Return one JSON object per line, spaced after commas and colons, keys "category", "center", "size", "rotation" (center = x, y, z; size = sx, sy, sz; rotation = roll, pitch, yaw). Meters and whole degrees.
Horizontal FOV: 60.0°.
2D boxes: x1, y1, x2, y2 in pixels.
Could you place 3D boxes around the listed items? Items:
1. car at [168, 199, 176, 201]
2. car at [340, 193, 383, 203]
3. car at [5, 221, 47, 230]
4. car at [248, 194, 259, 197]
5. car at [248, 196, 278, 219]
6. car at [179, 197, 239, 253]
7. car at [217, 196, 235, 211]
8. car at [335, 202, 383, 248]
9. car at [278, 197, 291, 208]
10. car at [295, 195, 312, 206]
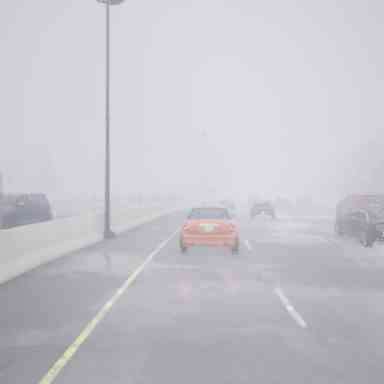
{"category": "car", "center": [-3.525, 1.193, 58.176], "size": [1.994, 1.385, 4.181], "rotation": [0, 0, 10]}
{"category": "car", "center": [12.385, 1.114, 24.463], "size": [2.150, 2.045, 5.566], "rotation": [0, 0, 8]}
{"category": "car", "center": [-9.674, 1.078, 17.783], "size": [2.150, 2.045, 5.566], "rotation": [0, 0, 5]}
{"category": "car", "center": [10.104, 1.057, 53.870], "size": [2.097, 1.767, 4.553], "rotation": [0, 1, 9]}
{"category": "car", "center": [5.841, 1.352, 27.919], "size": [1.837, 1.490, 4.892], "rotation": [0, 0, 9]}
{"category": "car", "center": [0.727, 1.270, 13.468], "size": [2.097, 1.767, 4.553], "rotation": [0, 0, 4]}
{"category": "car", "center": [4.102, 1.299, 39.036], "size": [1.812, 1.442, 4.674], "rotation": [0, 1, 9]}
{"category": "car", "center": [7.762, 1.429, 14.397], "size": [2.128, 1.511, 4.902], "rotation": [0, 0, 5]}
{"category": "car", "center": [12.125, 1.331, 44.664], "size": [1.994, 1.385, 4.181], "rotation": [0, 0, 9]}
{"category": "car", "center": [16.408, 1.246, 49.107], "size": [2.128, 1.511, 4.902], "rotation": [0, 0, 9]}
